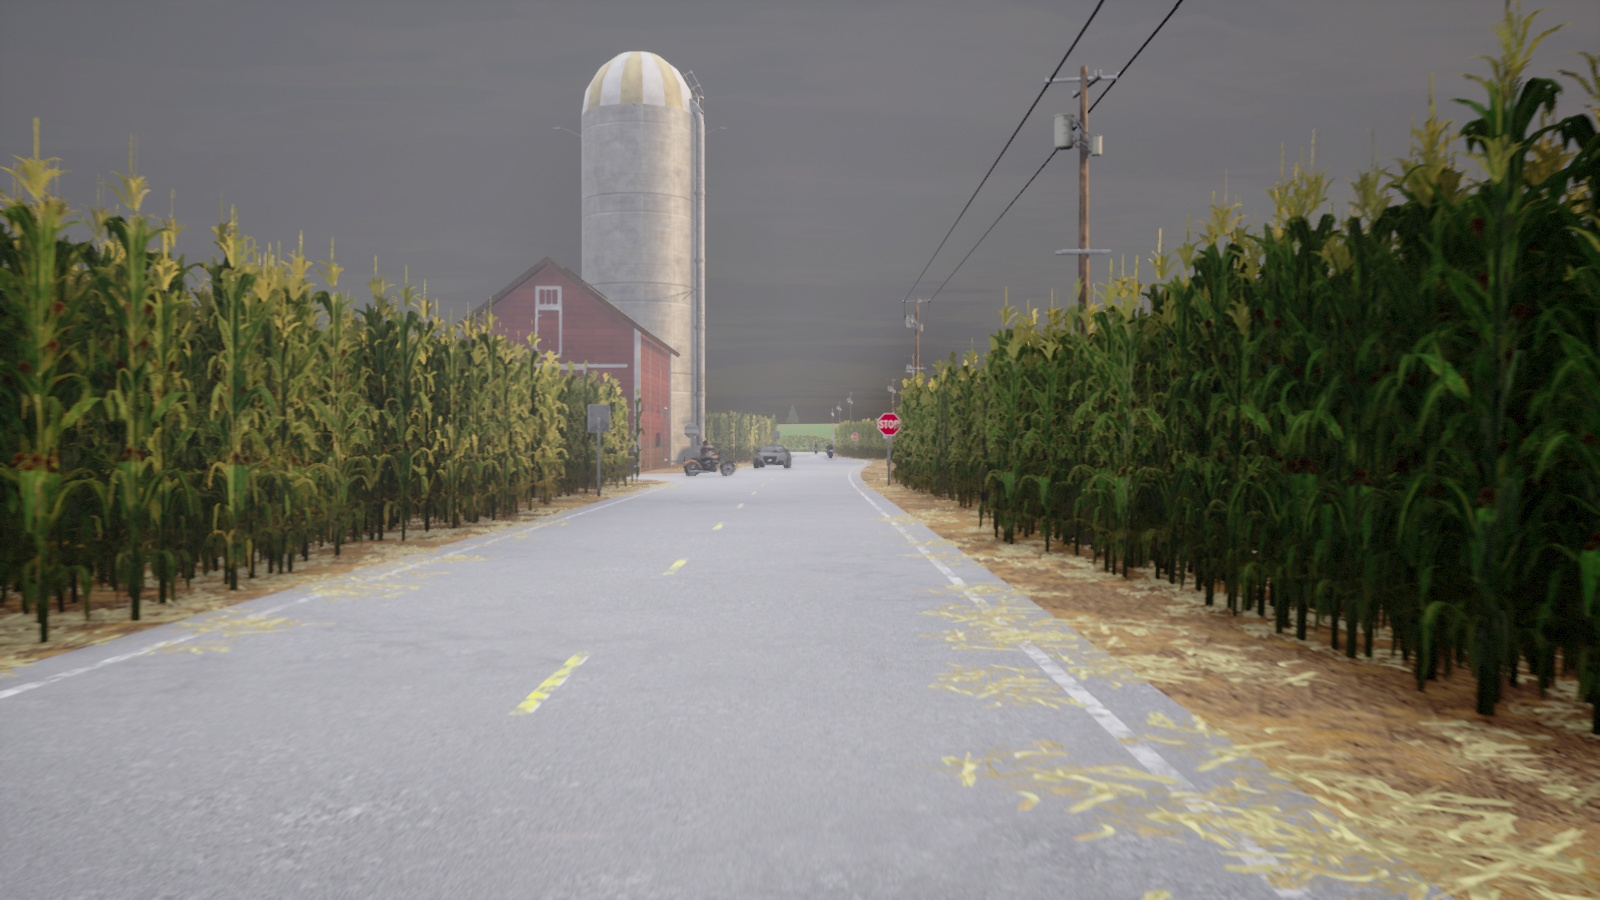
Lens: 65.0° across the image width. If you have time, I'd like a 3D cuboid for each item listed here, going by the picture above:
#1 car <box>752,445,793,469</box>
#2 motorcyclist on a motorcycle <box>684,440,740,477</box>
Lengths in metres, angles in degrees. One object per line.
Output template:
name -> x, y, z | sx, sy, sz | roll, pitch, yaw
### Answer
car -> -1.583, 0.393, 73.734 | 1.994, 1.385, 4.181 | 0, 0, 4
motorcyclist on a motorcycle -> -3.905, 0.381, 55.547 | 2.350, 1.649, 0.766 | 0, -1, -17
